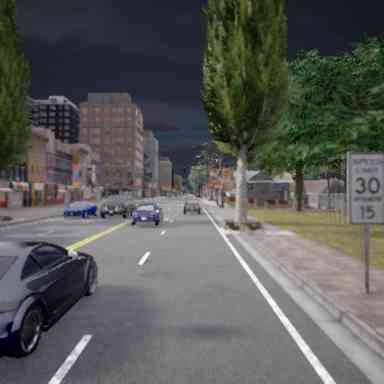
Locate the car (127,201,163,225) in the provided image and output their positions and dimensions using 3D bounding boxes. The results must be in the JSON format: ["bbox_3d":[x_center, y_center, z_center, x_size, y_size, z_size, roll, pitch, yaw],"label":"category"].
[{"bbox_3d":[-3.142,1.564,24.010,1.812,1.442,4.674,0,0,0],"label":"car"}]

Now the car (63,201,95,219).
[{"bbox_3d":[-9.817,1.533,29.669,1.882,1.535,5.008,0,0,0],"label":"car"}]

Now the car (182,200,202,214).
[{"bbox_3d":[0.014,1.573,35.710,2.128,1.511,4.902,0,0,0],"label":"car"}]

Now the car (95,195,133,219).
[{"bbox_3d":[-6.568,1.277,29.820,2.150,2.045,5.566,0,0,0],"label":"car"}]

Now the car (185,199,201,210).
[{"bbox_3d":[0.216,1.738,46.607,1.895,1.301,4.718,0,0,5],"label":"car"}]

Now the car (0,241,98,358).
[{"bbox_3d":[-3.148,1.570,5.996,1.994,1.385,4.181,0,0,0],"label":"car"}]
